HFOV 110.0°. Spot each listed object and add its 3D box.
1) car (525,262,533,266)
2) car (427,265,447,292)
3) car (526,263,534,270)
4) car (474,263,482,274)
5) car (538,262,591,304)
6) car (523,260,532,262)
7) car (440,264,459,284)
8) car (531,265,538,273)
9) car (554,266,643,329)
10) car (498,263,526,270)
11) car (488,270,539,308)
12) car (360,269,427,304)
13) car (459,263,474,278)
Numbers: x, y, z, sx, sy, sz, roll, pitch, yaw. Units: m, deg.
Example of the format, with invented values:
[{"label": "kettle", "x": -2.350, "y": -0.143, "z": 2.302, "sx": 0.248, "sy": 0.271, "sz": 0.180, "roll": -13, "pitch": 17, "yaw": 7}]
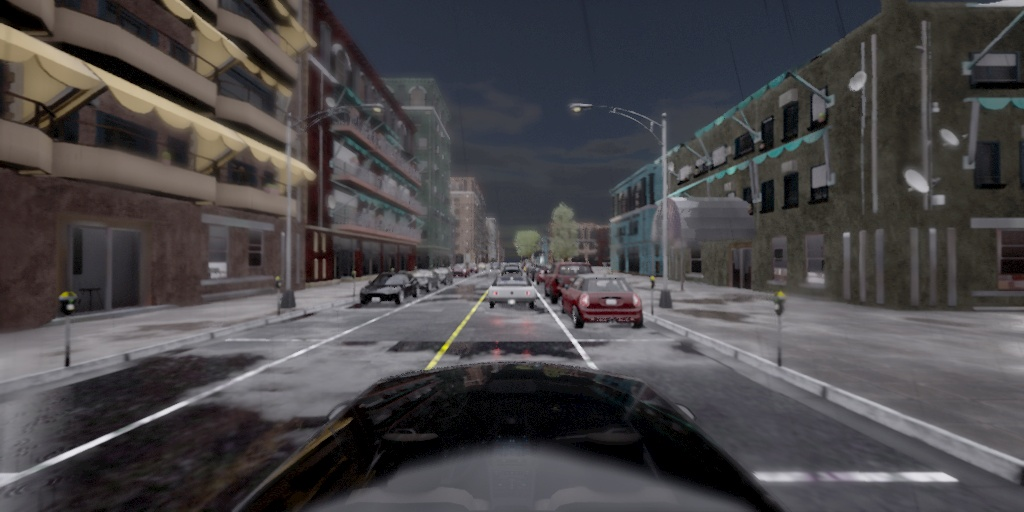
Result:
[{"label": "car", "x": 2.678, "y": 1.676, "z": 39.338, "sx": 2.007, "sy": 1.370, "sz": 4.403, "roll": 0, "pitch": 0, "yaw": 0}, {"label": "car", "x": -5.697, "y": 1.501, "z": 22.721, "sx": 2.007, "sy": 1.370, "sz": 4.403, "roll": 0, "pitch": 0, "yaw": 0}, {"label": "car", "x": 2.679, "y": 1.631, "z": 33.801, "sx": 1.948, "sy": 1.339, "sz": 4.313, "roll": 0, "pitch": 0, "yaw": 0}, {"label": "car", "x": -5.707, "y": 1.685, "z": 50.414, "sx": 1.967, "sy": 1.591, "sz": 4.097, "roll": 0, "pitch": 0, "yaw": 0}, {"label": "car", "x": 2.685, "y": 1.211, "z": 17.186, "sx": 2.192, "sy": 1.841, "sz": 5.009, "roll": 0, "pitch": 0, "yaw": 0}, {"label": "car", "x": 2.672, "y": 1.831, "z": 56.126, "sx": 1.751, "sy": 1.417, "sz": 4.829, "roll": 0, "pitch": 0, "yaw": 0}, {"label": "car", "x": -5.700, "y": 1.557, "z": 28.259, "sx": 2.007, "sy": 1.370, "sz": 4.403, "roll": 0, "pitch": 0, "yaw": 0}, {"label": "car", "x": 2.681, "y": 1.589, "z": 28.261, "sx": 1.802, "sy": 1.307, "sz": 4.207, "roll": 0, "pitch": 0, "yaw": 0}, {"label": "car", "x": 2.687, "y": 1.284, "z": 11.646, "sx": 1.967, "sy": 1.591, "sz": 4.097, "roll": 0, "pitch": 0, "yaw": 0}, {"label": "car", "x": -0.007, "y": 1.545, "z": 31.151, "sx": 1.837, "sy": 1.490, "sz": 4.892, "roll": 0, "pitch": 0, "yaw": 0}, {"label": "car", "x": -0.004, "y": 1.486, "z": 15.961, "sx": 1.895, "sy": 1.301, "sz": 4.718, "roll": 0, "pitch": -1, "yaw": 0}, {"label": "car", "x": -5.696, "y": 1.462, "z": 17.184, "sx": 1.948, "sy": 1.339, "sz": 4.313, "roll": 0, "pitch": 0, "yaw": 0}, {"label": "car", "x": -5.703, "y": 1.565, "z": 39.336, "sx": 1.967, "sy": 1.591, "sz": 4.097, "roll": 0, "pitch": 0, "yaw": 0}]
